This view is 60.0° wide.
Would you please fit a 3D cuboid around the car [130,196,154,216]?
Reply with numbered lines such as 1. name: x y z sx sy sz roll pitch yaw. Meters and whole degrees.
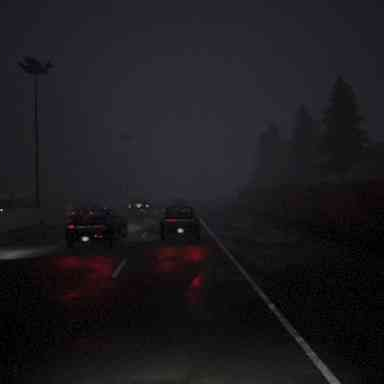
1. car: -4.813 1.293 31.552 2.097 1.767 4.553 -1 0 -3

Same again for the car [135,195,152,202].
1. car: -10.667 1.334 72.851 1.812 1.442 4.674 -1 0 18

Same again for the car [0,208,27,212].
1. car: -15.282 1.477 26.877 2.097 1.767 4.553 -1 0 -2

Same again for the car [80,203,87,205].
1. car: -8.090 1.561 26.580 2.033 1.411 5.357 -1 0 -2

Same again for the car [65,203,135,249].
1. car: -4.029 1.493 14.634 2.128 1.511 4.902 -1 0 -2

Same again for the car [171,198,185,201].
1. car: -1.393 1.356 33.521 1.882 1.535 5.008 -1 0 -2

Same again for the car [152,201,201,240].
1. car: -0.614 1.430 16.615 2.128 1.511 4.902 -1 0 -3
